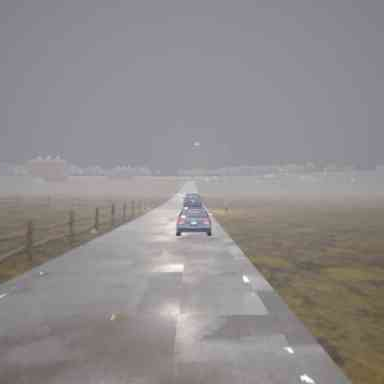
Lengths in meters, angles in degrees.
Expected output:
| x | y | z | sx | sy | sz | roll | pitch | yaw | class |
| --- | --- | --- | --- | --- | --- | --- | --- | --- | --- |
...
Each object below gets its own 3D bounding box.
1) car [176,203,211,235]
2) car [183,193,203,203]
| x | y | z | sx | sy | sz | roll | pitch | yaw | class |
| --- | --- | --- | --- | --- | --- | --- | --- | --- | --- |
| 0.105 | 1.537 | 18.538 | 2.033 | 1.411 | 5.357 | 0 | 0 | 0 | car |
| 0.103 | 1.139 | 38.458 | 2.150 | 2.045 | 5.566 | 0 | 1 | 0 | car |
